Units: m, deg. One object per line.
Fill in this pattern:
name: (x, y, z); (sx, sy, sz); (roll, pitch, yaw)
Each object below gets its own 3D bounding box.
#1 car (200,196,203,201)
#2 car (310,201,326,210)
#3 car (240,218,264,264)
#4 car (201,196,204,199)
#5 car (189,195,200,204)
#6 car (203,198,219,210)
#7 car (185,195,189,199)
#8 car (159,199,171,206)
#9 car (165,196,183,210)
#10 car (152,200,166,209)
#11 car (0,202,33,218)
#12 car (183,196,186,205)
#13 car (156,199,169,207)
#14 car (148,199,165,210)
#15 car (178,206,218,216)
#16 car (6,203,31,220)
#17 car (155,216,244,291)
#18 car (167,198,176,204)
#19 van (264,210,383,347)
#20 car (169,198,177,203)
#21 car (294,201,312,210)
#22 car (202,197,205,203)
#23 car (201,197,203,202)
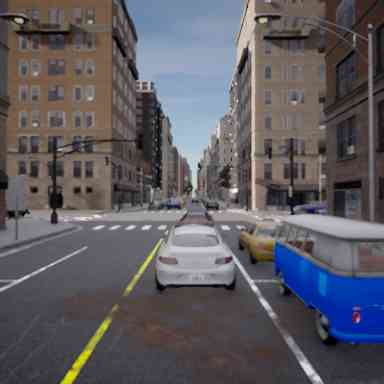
car: (3.381, 2.146, 77.168); (1.947, 1.339, 4.313); (1, 0, 1)
car: (15.450, 1.939, 34.282); (5.357, 1.411, 2.033); (0, -1, 0)
car: (2.682, 1.618, 12.025); (1.752, 1.417, 4.829); (1, 0, 0)
car: (3.234, 2.044, 66.108); (1.887, 1.381, 4.507); (1, 0, 1)
car: (0.751, 2.130, 80.610); (1.812, 1.442, 4.674); (0, 0, 1)
car: (3.014, 1.942, 49.518); (1.947, 1.339, 4.313); (1, 0, 1)
car: (-2.380, 1.889, 70.744); (2.097, 1.767, 4.553); (0, 0, 1)
car: (-5.290, 2.046, 66.213); (1.887, 1.381, 4.507); (1, 0, 1)
car: (-2.732, 1.865, 50.956); (1.882, 1.535, 5.008); (0, 0, 1)
car: (-5.437, 1.985, 55.155); (1.947, 1.339, 4.313); (1, 0, 1)
car: (-18.079, 1.644, 31.076); (5.357, 1.411, 2.033); (0, -1, 0)
car: (-2.579, 1.937, 60.616); (1.882, 1.535, 5.008); (0, 0, 1)
car: (-5.364, 2.011, 60.684); (2.008, 1.369, 4.403); (1, 0, 1)
car: (-5.511, 1.960, 49.627); (1.802, 1.307, 4.206); (1, 0, 1)
car: (0.320, 1.711, 19.022); (1.994, 1.385, 4.181); (0, 0, 4)
car: (-16.535, 1.652, 27.810); (4.718, 1.301, 1.895); (0, -1, 1)
car: (0.055, 1.596, 9.070); (1.812, 1.442, 4.674); (0, 0, -1)
car: (-5.072, 2.146, 82.629); (1.752, 1.417, 4.829); (1, 0, 1)
van: (2.681, 1.389, 6.184); (1.690, 1.788, 3.998); (1, 0, 0)
car: (-4.997, 2.228, 88.327); (1.947, 1.339, 4.313); (1, 0, 1)
car: (13.574, 1.788, 37.548); (4.553, 1.767, 2.097); (0, -1, 0)
car: (3.088, 1.962, 55.048); (1.887, 1.381, 4.507); (1, 0, 1)
car: (3.161, 2.009, 60.578); (2.008, 1.369, 4.403); (1, 0, 1)
